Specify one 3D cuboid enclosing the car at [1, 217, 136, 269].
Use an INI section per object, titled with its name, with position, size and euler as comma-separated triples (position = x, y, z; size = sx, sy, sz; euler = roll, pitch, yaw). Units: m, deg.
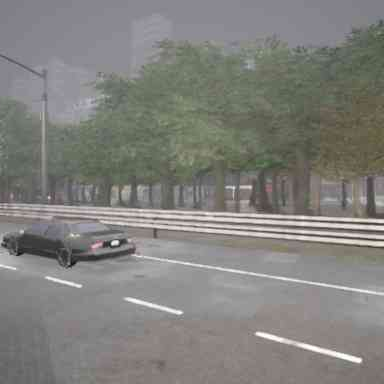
[car]
position = -4.303, 1.549, 11.245
size = 5.357, 1.411, 2.033
euler = 0, 0, 36
